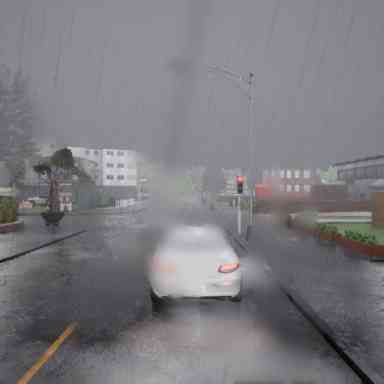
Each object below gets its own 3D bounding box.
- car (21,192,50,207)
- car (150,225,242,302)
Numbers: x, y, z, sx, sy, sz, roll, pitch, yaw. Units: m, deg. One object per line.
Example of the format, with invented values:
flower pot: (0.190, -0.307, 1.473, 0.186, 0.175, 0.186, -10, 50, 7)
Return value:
car: (-19.817, 0.986, 42.788, 1.905, 1.878, 3.866, 0, 0, 35)
car: (0.086, 1.526, 8.133, 1.812, 1.442, 4.674, 0, 0, 0)
